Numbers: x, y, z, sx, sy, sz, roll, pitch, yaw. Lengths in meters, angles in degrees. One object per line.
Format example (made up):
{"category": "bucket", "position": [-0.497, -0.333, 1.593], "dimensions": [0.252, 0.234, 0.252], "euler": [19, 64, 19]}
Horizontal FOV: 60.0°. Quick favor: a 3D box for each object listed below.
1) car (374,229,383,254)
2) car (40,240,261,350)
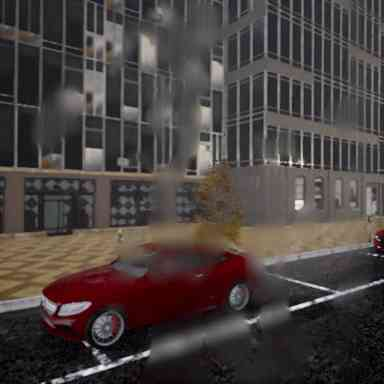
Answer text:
{"category": "car", "position": [8.749, 1.639, 12.798], "dimensions": [4.507, 1.381, 1.887], "euler": [0, 0, -36]}
{"category": "car", "position": [-0.520, 1.602, 6.187], "dimensions": [4.206, 1.307, 1.802], "euler": [0, 0, -36]}
